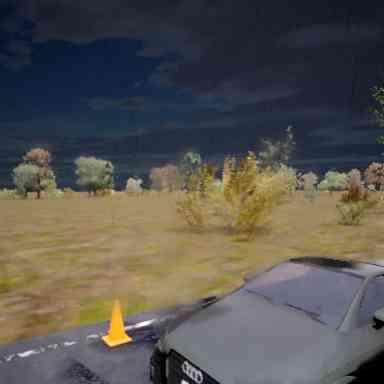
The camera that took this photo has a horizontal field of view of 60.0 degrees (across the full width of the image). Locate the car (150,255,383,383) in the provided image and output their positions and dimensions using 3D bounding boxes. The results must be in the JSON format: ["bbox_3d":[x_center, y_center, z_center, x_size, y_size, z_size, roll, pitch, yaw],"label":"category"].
[{"bbox_3d":[1.618,1.546,4.009,4.181,1.385,1.994,0,0,-35],"label":"car"}]

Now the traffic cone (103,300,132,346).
[{"bbox_3d":[-1.130,1.938,5.029,0.340,0.580,0.340,0,0,-35],"label":"traffic cone"}]
